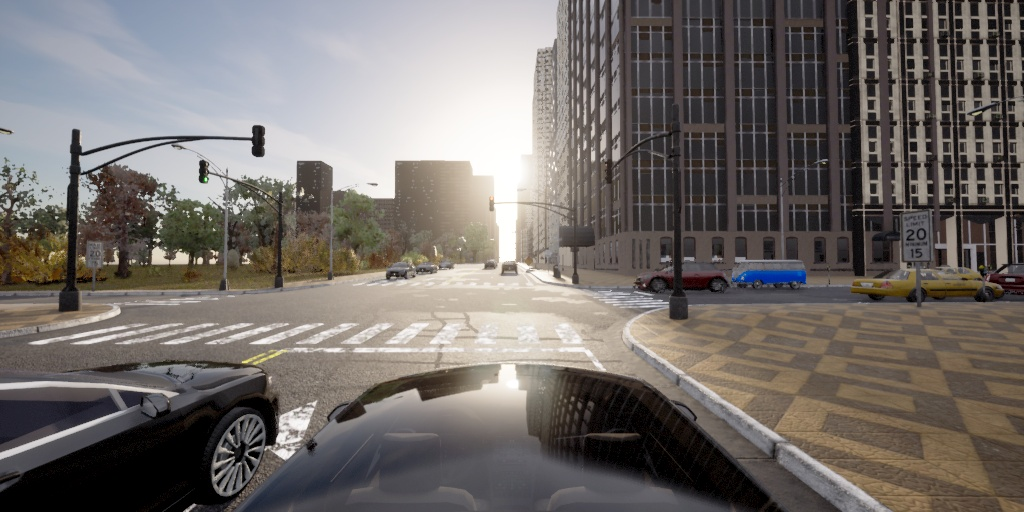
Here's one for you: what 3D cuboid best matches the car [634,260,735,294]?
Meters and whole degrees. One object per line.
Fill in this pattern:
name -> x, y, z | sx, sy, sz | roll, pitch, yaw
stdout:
car -> 9.085, 1.101, 19.594 | 4.553, 1.767, 2.097 | 0, -2, 3

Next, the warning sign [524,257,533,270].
warning sign -> 2.396, 1.003, 50.903 | 1.300, 1.860, 1.060 | 0, 0, -1

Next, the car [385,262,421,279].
car -> -10.148, 1.321, 33.073 | 1.837, 1.490, 4.892 | 0, 0, -2

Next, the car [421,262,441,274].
car -> -10.225, 1.416, 42.971 | 1.994, 1.385, 4.181 | 0, 0, 0

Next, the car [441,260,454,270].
car -> -10.344, 1.407, 56.413 | 2.128, 1.511, 4.902 | 0, 0, -1

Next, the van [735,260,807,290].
van -> 15.760, 1.124, 22.087 | 3.998, 1.789, 1.690 | 0, 0, -1

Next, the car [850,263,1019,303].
car -> 16.216, 1.076, 14.073 | 4.829, 1.417, 1.751 | 0, 0, -1

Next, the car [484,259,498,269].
car -> -3.815, 1.461, 62.736 | 1.837, 1.490, 4.892 | 0, 0, -1

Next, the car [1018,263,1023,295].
car -> 21.629, 0.962, 14.190 | 4.097, 1.591, 1.967 | 0, 0, -1

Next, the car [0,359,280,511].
car -> -3.140, 1.242, 1.495 | 2.128, 1.511, 4.902 | 0, 0, -1

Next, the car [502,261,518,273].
car -> -0.305, 1.340, 45.627 | 1.882, 1.535, 5.008 | 0, 0, -1
